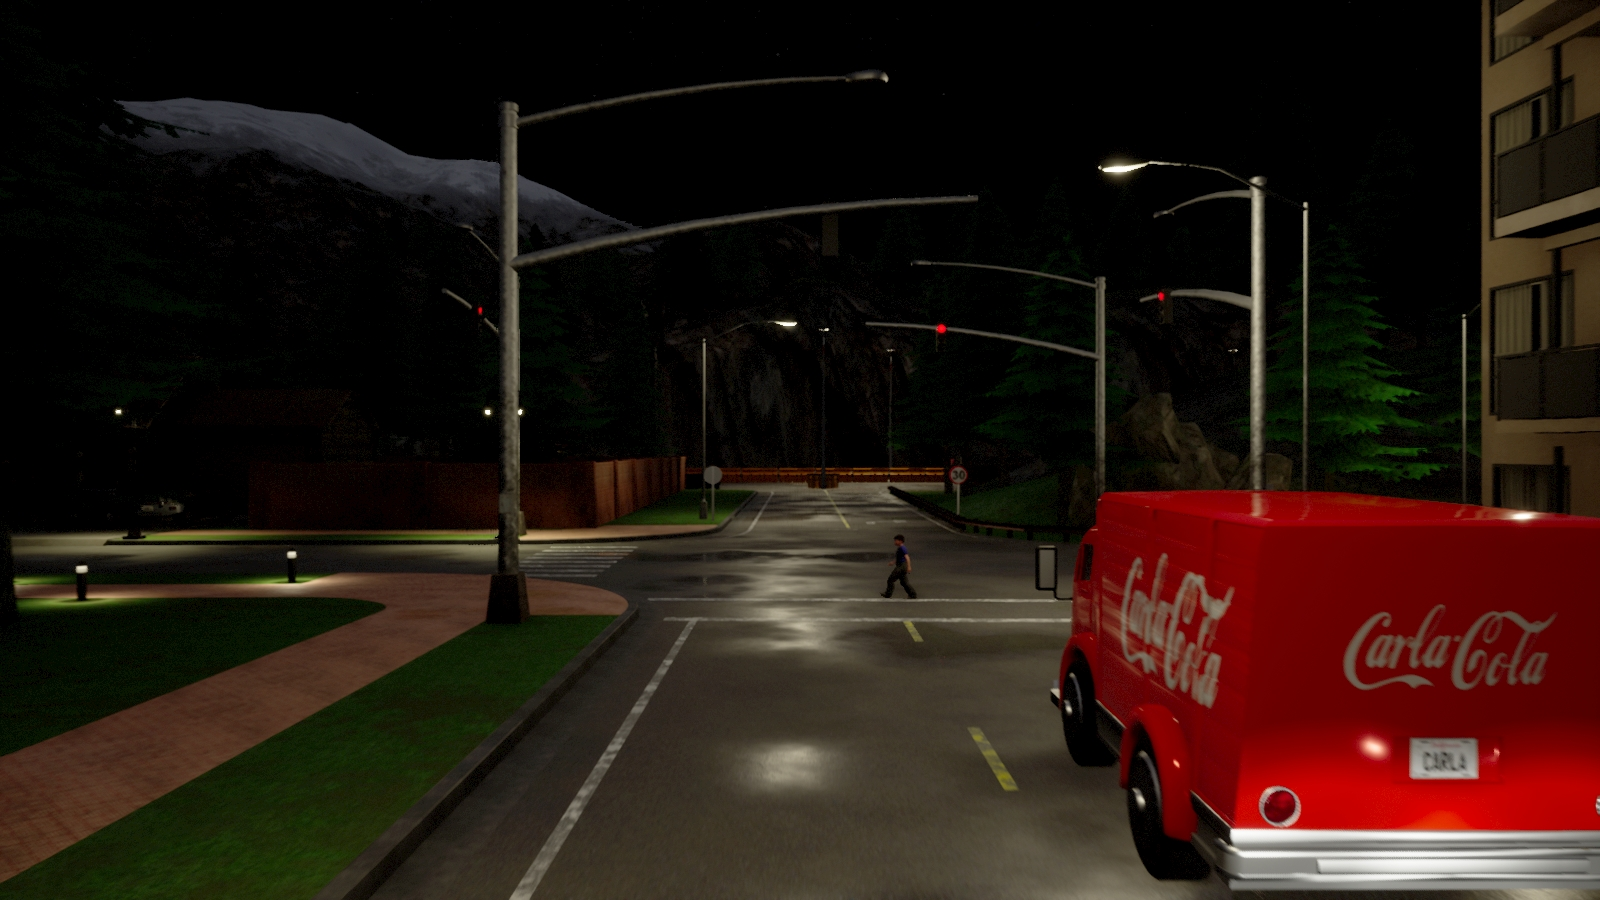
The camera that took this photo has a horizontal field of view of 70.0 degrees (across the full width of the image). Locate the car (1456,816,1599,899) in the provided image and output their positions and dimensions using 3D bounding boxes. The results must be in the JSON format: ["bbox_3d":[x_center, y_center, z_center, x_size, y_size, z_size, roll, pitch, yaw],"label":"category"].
[{"bbox_3d":[3.491,2.086,1.634,2.033,1.411,5.357,0,0,0],"label":"car"}]

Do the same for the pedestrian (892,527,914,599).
[{"bbox_3d":[1.923,2.109,21.397,0.375,1.300,0.375,0,0,0],"label":"pedestrian"}]

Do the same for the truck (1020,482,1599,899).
[{"bbox_3d":[3.503,1.549,8.725,2.627,2.467,5.204,0,0,0],"label":"truck"}]
